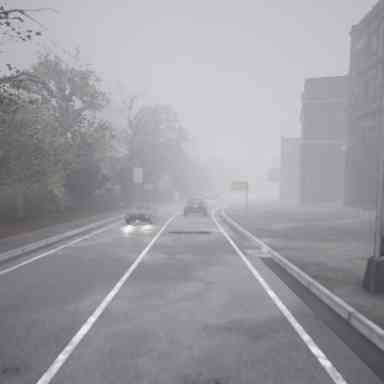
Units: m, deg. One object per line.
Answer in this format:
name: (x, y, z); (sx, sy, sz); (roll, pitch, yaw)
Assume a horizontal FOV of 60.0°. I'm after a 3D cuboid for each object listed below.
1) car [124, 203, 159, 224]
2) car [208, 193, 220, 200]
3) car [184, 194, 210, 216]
car: (-3.534, 1.500, 24.413); (2.033, 1.411, 5.357); (0, 0, 1)
car: (3.881, 0.823, 64.388); (2.033, 1.411, 5.357); (2, 3, 23)
car: (0.424, 1.295, 31.874); (2.097, 1.767, 4.553); (0, 0, 3)
